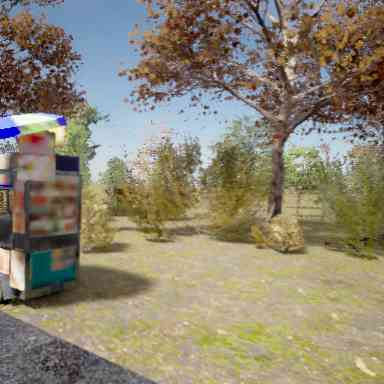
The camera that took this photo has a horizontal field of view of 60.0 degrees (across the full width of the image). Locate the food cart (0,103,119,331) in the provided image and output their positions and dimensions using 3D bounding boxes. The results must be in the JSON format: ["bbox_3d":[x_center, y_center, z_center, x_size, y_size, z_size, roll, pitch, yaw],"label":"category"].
[{"bbox_3d":[-4.162,0.345,7.476,4.660,3.560,2.280,2,0,35],"label":"food cart"}]
